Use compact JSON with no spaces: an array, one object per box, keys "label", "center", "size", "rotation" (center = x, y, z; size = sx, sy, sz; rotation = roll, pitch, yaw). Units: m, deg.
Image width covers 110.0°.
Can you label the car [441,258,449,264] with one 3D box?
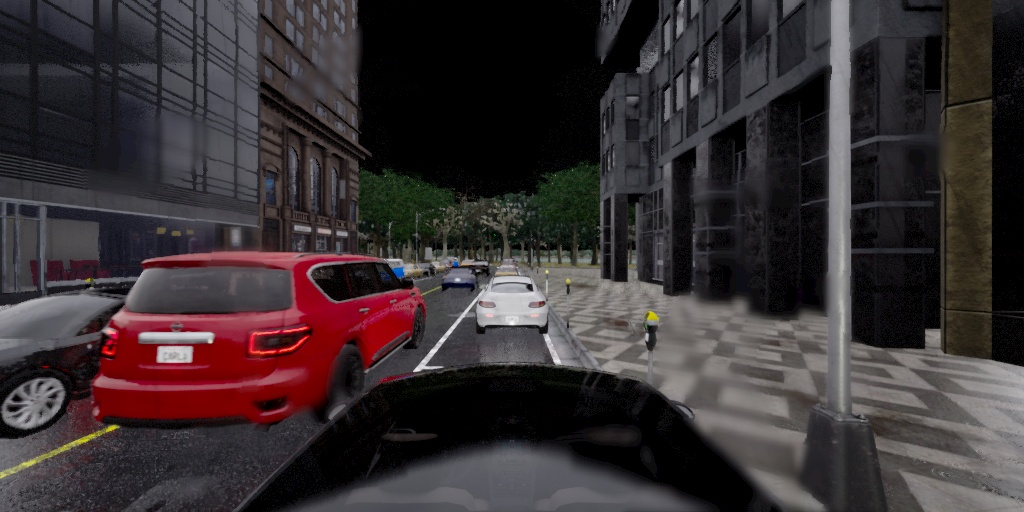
[{"label":"car","center":[-8.908,1.284,41.566],"size":[1.751,1.417,4.829],"rotation":[0,0,0]}]

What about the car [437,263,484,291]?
[{"label":"car","center":[-3.044,1.315,22.080],"size":[1.994,1.385,4.181],"rotation":[0,0,0]}]

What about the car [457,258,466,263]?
[{"label":"car","center":[-6.145,1.268,49.996],"size":[1.882,1.535,5.008],"rotation":[0,0,0]}]

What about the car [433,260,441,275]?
[{"label":"car","center":[-8.908,1.322,36.298],"size":[1.948,1.339,4.313],"rotation":[0,0,0]}]

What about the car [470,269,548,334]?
[{"label":"car","center":[0.003,1.276,10.500],"size":[1.812,1.442,4.674],"rotation":[0,0,0]}]

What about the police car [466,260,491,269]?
[{"label":"police car","center":[-3.145,1.181,36.546],"size":[1.930,1.638,5.238],"rotation":[0,0,0]}]

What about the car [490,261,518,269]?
[{"label":"car","center":[-0.383,1.278,25.593],"size":[1.751,1.417,4.829],"rotation":[0,0,0]}]

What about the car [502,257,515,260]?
[{"label":"car","center":[-0.383,1.196,36.298],"size":[1.967,1.591,4.097],"rotation":[0,0,0]}]

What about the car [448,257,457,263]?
[{"label":"car","center":[-8.908,1.201,47.173],"size":[1.967,1.591,4.097],"rotation":[0,0,0]}]

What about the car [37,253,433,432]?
[{"label":"car","center":[-3.042,0.973,5.909],"size":[2.150,2.045,5.566],"rotation":[0,0,0]}]

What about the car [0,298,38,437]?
[{"label":"car","center":[-6.246,1.255,5.499],"size":[1.837,1.490,4.892],"rotation":[0,0,0]}]
